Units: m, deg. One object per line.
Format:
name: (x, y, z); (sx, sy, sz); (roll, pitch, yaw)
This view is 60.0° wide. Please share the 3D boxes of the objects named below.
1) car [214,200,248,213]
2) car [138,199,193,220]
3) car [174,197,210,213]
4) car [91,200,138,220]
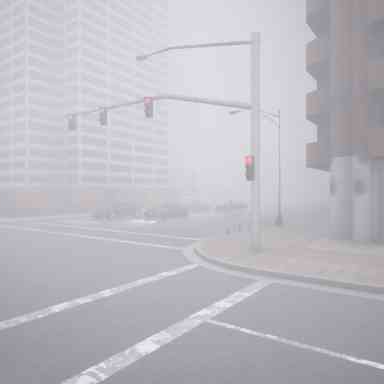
car: (4.413, 1.601, 37.224); (1.895, 1.301, 4.718); (0, 0, 35)
car: (-2.131, 1.564, 27.947); (1.994, 1.385, 4.181); (0, 0, 35)
car: (0.295, 1.564, 37.459); (1.994, 1.385, 4.181); (0, 0, 35)
car: (-6.241, 1.505, 28.188); (1.837, 1.490, 4.892); (0, 0, 35)
